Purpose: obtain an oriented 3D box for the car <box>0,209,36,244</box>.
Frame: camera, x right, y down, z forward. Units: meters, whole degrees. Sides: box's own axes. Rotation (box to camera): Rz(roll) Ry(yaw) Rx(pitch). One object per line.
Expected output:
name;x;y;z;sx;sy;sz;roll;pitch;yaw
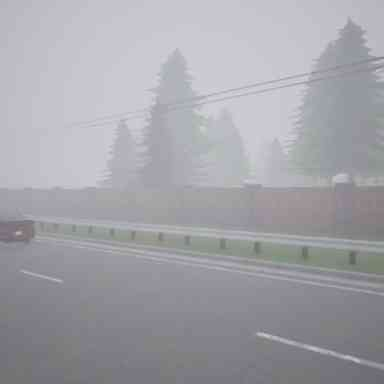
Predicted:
car;-8.869;1.478;14.586;5.008;1.535;1.882;0;0;36
